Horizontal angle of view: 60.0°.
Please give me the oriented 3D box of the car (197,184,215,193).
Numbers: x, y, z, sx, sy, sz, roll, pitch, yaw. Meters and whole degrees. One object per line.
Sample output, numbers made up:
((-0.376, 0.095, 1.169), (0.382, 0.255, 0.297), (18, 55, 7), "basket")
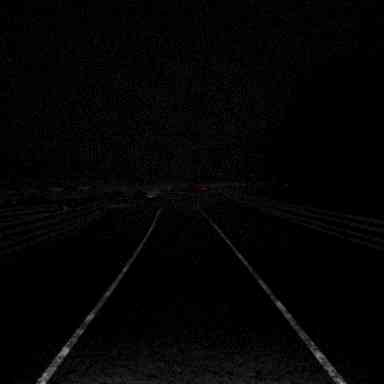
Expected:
((3.378, -0.641, 77.554), (1.837, 1.490, 4.892), (0, 2, 17), "car")

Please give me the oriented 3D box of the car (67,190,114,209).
((-10.027, 0.881, 32.363), (1.882, 1.535, 5.008), (0, 2, 17), "car")

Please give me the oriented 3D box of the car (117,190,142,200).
((-8.528, 0.378, 49.722), (2.033, 1.411, 5.357), (0, 2, 17), "car")

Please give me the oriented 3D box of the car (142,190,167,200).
((-5.172, 0.366, 48.728), (1.812, 1.442, 4.674), (0, 2, 17), "car")

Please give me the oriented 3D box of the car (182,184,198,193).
((0.032, -0.927, 78.577), (2.150, 2.045, 5.566), (0, 2, 17), "car")

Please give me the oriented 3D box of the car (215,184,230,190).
((8.503, -1.205, 94.833), (2.128, 1.511, 4.902), (0, 2, 17), "car")

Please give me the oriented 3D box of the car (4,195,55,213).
((-14.403, 0.991, 29.910), (1.882, 1.535, 5.008), (0, 2, 17), "car")

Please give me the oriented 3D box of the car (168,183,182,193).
((-3.346, -0.803, 79.497), (2.097, 1.767, 4.553), (0, 2, 17), "car")

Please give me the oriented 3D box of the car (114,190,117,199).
((-11.882, 0.347, 50.718), (1.812, 1.442, 4.674), (0, 2, 17), "car")
